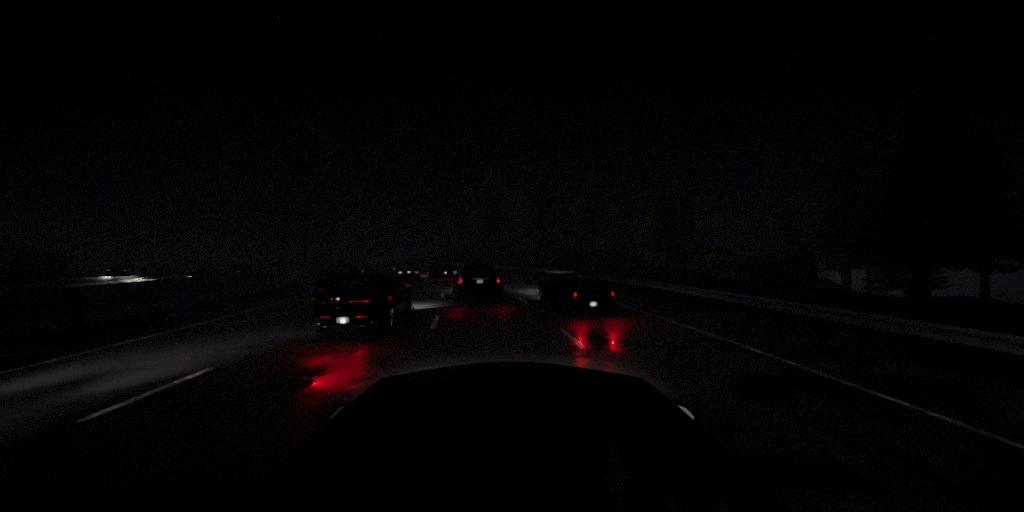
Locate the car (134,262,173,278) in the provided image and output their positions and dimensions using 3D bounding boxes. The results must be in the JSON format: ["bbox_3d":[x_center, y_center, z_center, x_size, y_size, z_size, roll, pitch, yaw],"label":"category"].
[{"bbox_3d":[-36.221,1.374,36.616,2.128,1.511,4.902,0,0,-36],"label":"car"}]

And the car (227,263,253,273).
[{"bbox_3d":[-28.802,1.399,38.099,1.994,1.385,4.181,0,0,-33],"label":"car"}]

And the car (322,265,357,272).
[{"bbox_3d":[-9.556,1.241,20.287,1.882,1.535,5.008,0,0,-14],"label":"car"}]

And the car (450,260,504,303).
[{"bbox_3d":[-1.696,1.077,16.934,2.097,1.767,4.553,0,0,-10],"label":"car"}]

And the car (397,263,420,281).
[{"bbox_3d":[-8.714,1.284,29.619,2.033,1.411,5.357,0,0,-20],"label":"car"}]

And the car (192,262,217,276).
[{"bbox_3d":[-34.241,1.409,40.011,2.033,1.411,5.357,0,0,-36],"label":"car"}]

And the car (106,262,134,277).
[{"bbox_3d":[-42.596,1.416,39.154,1.837,1.490,4.892,0,0,-41],"label":"car"}]

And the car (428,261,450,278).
[{"bbox_3d":[-6.769,1.220,33.902,1.837,1.490,4.892,0,0,-22],"label":"car"}]

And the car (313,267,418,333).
[{"bbox_3d":[-4.248,1.259,10.847,1.837,1.490,4.892,0,0,-6],"label":"car"}]

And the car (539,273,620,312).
[{"bbox_3d":[2.394,1.308,14.137,1.895,1.301,4.718,0,0,-8],"label":"car"}]
